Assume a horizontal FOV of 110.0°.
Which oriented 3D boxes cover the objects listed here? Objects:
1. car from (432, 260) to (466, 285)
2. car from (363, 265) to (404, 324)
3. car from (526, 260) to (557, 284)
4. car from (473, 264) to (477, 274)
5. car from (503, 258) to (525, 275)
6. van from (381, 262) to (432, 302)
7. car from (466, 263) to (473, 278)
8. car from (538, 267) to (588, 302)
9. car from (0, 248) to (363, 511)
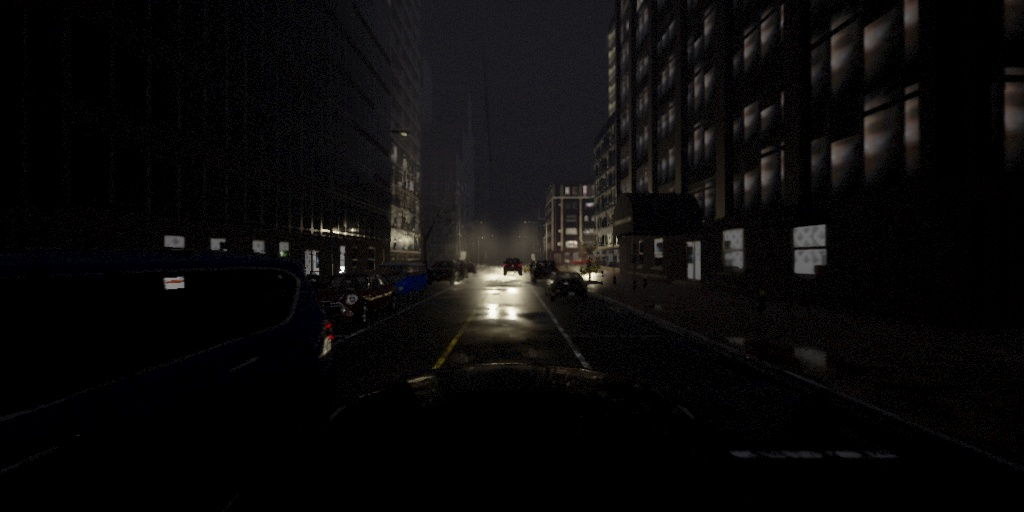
[{"bbox_3d":[-5.321,1.245,28.639,2.192,1.841,5.009,0,0,0],"label":"car"},{"bbox_3d":[-5.318,1.258,11.963,1.967,1.591,4.097,0,0,0],"label":"car"},{"bbox_3d":[2.559,1.245,28.641,2.192,1.841,5.009,0,0,0],"label":"car"},{"bbox_3d":[-5.324,1.626,45.315,1.802,1.307,4.207,0,0,0],"label":"car"},{"bbox_3d":[0.090,1.248,43.564,2.150,2.045,5.566,0,-1,0],"label":"car"},{"bbox_3d":[-5.319,1.196,17.522,1.690,1.789,3.998,0,0,0],"label":"van"},{"bbox_3d":[-5.322,1.283,34.197,2.192,1.841,5.009,0,0,0],"label":"car"},{"bbox_3d":[2.561,1.406,17.524,2.007,1.370,4.403,0,0,0],"label":"car"},{"bbox_3d":[-2.852,0.970,1.415,2.150,2.045,5.566,0,0,0],"label":"car"}]
